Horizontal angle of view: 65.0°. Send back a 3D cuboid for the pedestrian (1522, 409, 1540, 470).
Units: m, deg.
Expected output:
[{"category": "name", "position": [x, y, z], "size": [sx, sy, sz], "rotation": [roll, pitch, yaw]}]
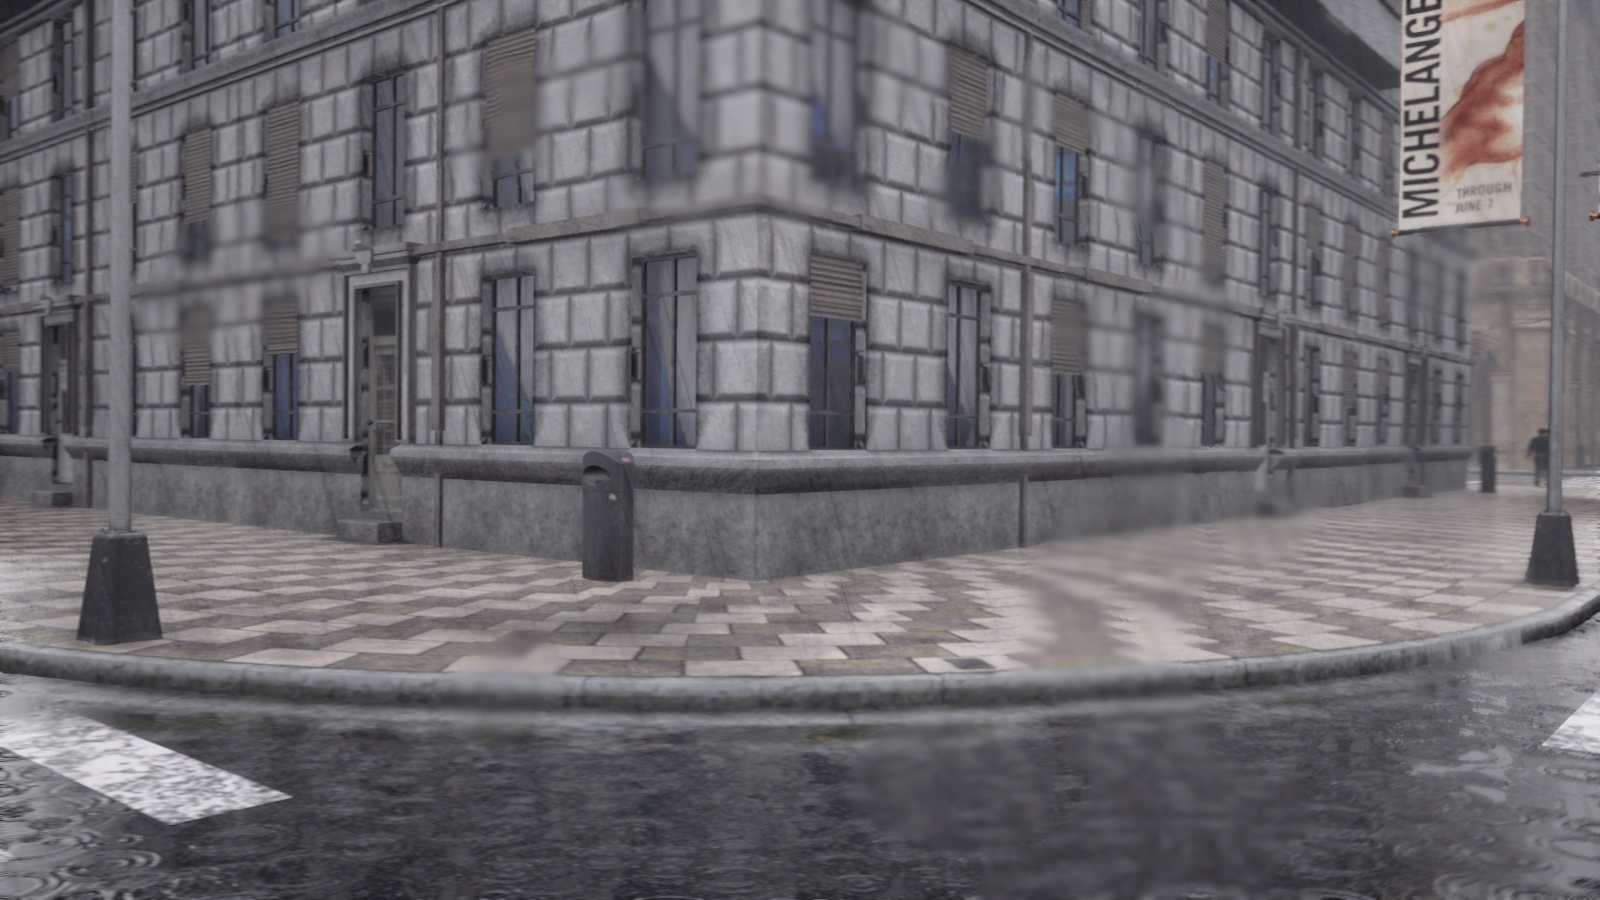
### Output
[{"category": "pedestrian", "position": [22.154, -0.309, 38.065], "size": [0.370, 1.835, 0.726], "rotation": [0, 1, 38]}]
